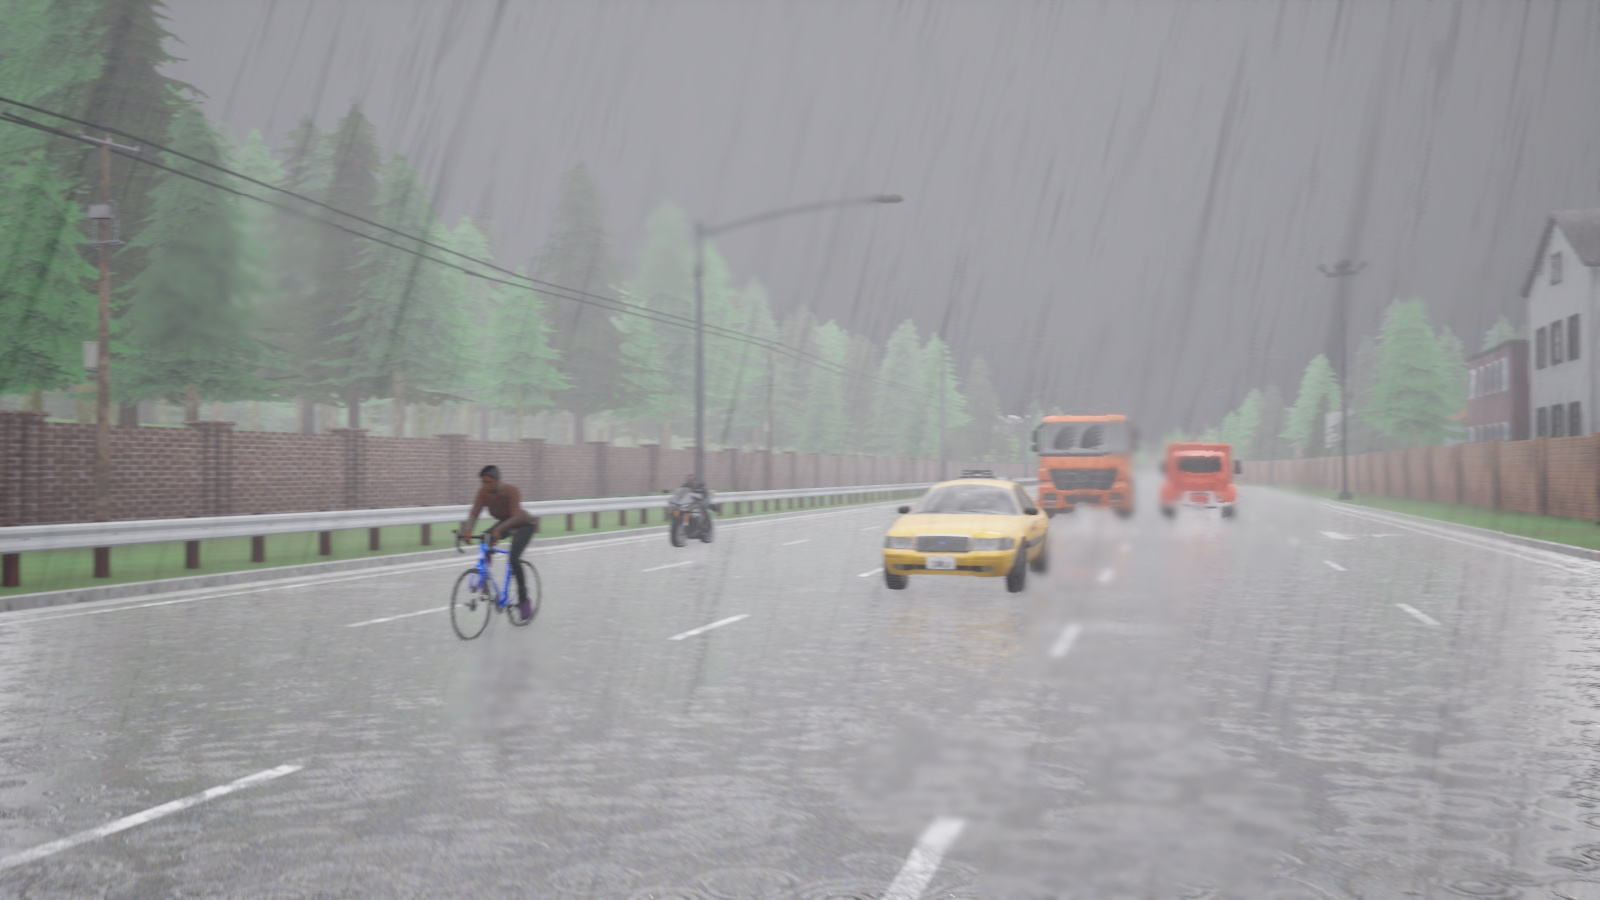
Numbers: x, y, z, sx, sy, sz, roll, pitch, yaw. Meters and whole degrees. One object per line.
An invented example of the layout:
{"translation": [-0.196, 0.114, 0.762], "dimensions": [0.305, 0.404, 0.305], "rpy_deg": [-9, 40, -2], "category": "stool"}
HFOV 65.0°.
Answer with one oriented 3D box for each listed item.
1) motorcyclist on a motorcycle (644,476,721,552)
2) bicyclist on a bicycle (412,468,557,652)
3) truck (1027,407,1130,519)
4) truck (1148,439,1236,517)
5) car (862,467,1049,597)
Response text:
{"translation": [-2.438, 1.313, 26.399], "dimensions": [0.866, 1.530, 2.191], "rpy_deg": [-1, -1, 16], "category": "motorcyclist on a motorcycle"}
{"translation": [-2.982, 0.993, 12.031], "dimensions": [0.582, 1.620, 1.656], "rpy_deg": [-1, -1, 16], "category": "bicyclist on a bicycle"}
{"translation": [9.687, 0.480, 43.025], "dimensions": [2.891, 3.462, 7.936], "rpy_deg": [-1, -1, 16], "category": "truck"}
{"translation": [13.122, 0.936, 42.281], "dimensions": [2.627, 2.467, 5.204], "rpy_deg": [-1, -1, 16], "category": "truck"}
{"translation": [2.394, 1.037, 17.968], "dimensions": [1.801, 1.575, 5.366], "rpy_deg": [-1, -1, 16], "category": "car"}
